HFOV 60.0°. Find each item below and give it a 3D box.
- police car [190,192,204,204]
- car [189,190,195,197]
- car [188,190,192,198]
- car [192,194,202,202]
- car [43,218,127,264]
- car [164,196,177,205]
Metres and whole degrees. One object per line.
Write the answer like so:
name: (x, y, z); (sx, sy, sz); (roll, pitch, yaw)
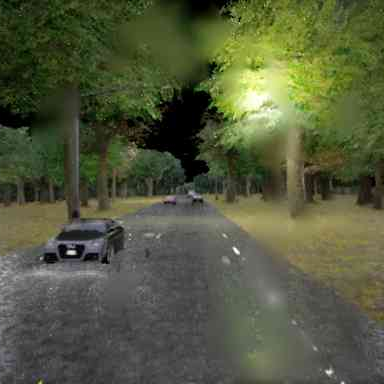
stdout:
police car: (1.009, 1.274, 57.723); (1.930, 1.638, 5.238); (0, 1, 0)
car: (0.996, 1.033, 73.585); (2.097, 1.767, 4.553); (0, 1, 0)
car: (-0.066, 0.922, 91.911); (1.882, 1.535, 5.008); (0, 1, 0)
car: (1.001, 1.227, 67.616); (1.882, 1.535, 5.008); (0, 1, 0)
car: (-3.606, 1.628, 11.924); (1.994, 1.385, 4.181); (0, 0, 0)
car: (-3.591, 1.351, 55.023); (1.882, 1.535, 5.008); (0, 1, 0)
